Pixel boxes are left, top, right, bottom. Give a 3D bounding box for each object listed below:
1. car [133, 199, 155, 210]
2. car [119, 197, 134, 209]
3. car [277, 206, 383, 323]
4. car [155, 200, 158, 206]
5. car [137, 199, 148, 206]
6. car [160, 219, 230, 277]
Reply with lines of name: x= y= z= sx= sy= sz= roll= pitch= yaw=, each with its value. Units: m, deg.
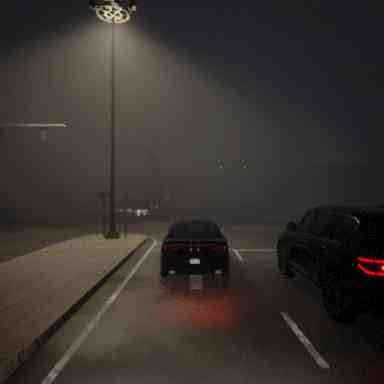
car: x=-8.065 y=2.152 z=56.045 sx=2.128 sy=1.511 sz=4.902 roll=0 pitch=0 yaw=0
car: x=-11.537 y=1.928 z=59.663 sx=2.150 sy=2.045 sz=5.566 roll=0 pitch=-1 yaw=0
car: x=3.573 y=1.314 z=7.492 sx=2.150 sy=2.045 sz=5.566 roll=0 pitch=0 yaw=0
car: x=-7.984 y=2.404 z=72.153 sx=1.994 sy=1.385 sz=4.181 roll=0 pitch=-1 yaw=0
car: x=-11.483 y=2.417 z=77.656 sx=1.837 sy=1.490 sz=4.892 roll=0 pitch=-1 yaw=0
car: x=0.086 y=1.606 z=10.770 sx=1.882 sy=1.535 sz=5.008 roll=0 pitch=-1 yaw=0
